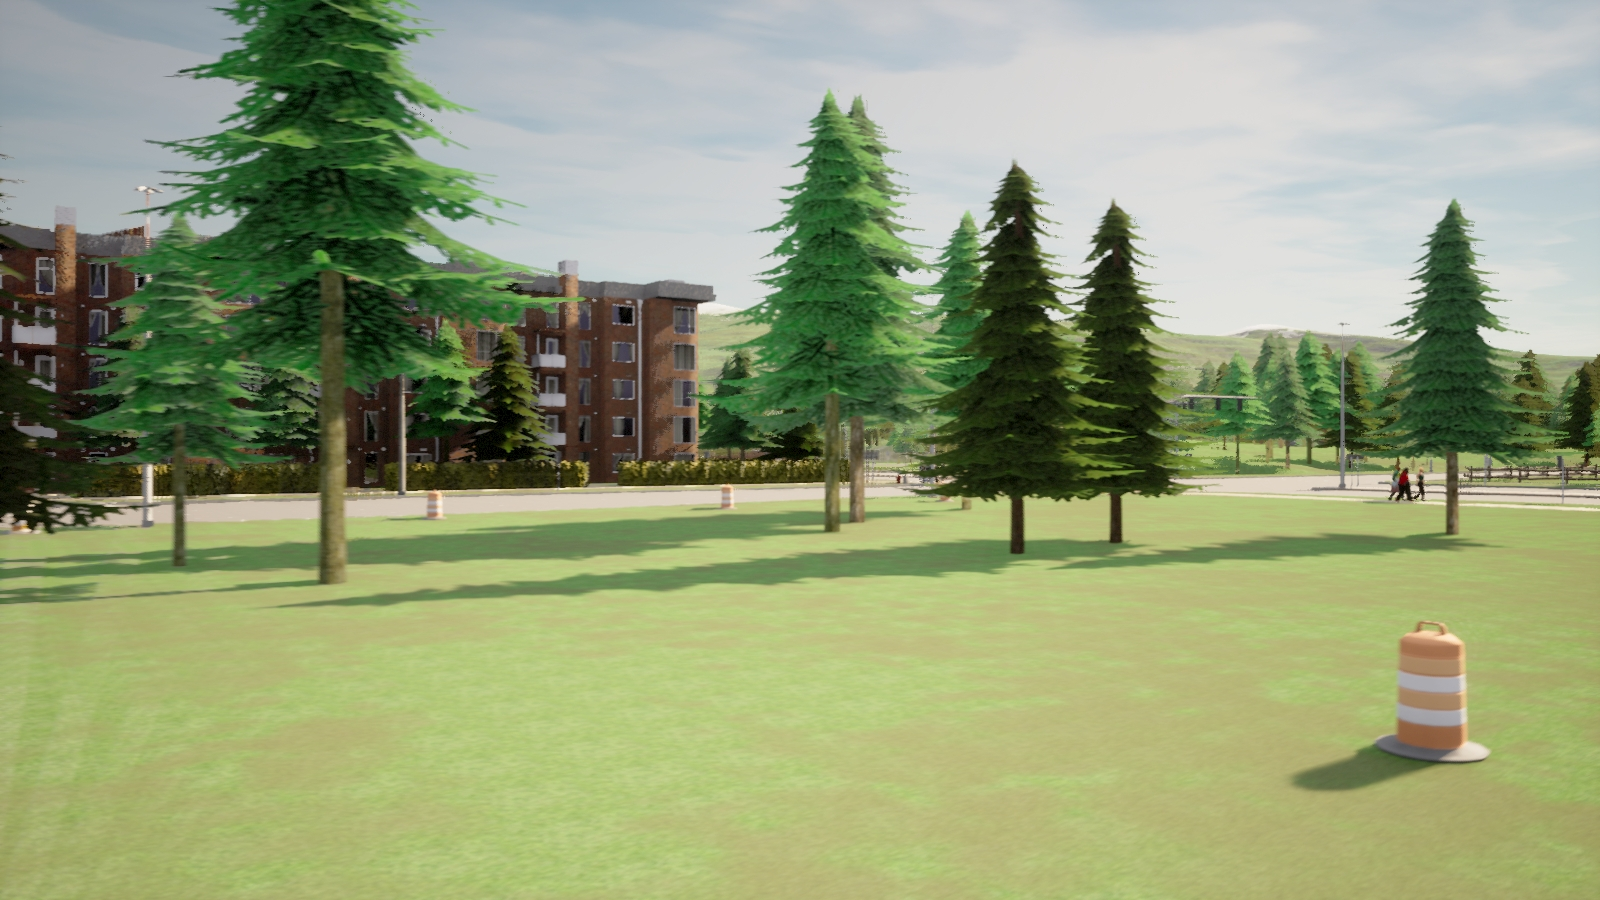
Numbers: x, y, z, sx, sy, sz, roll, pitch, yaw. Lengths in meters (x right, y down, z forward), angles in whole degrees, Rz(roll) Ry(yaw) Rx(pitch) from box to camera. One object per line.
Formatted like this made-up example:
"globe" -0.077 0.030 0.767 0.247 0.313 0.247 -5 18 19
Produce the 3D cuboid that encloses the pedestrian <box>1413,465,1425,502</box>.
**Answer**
"pedestrian" 31.267 1.696 57.715 0.375 1.860 0.375 0 0 -29

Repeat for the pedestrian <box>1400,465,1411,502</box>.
"pedestrian" 30.572 1.696 57.685 0.375 1.860 0.375 0 0 -31

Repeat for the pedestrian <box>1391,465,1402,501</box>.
"pedestrian" 30.689 1.697 58.756 0.375 1.860 0.375 0 0 -29
